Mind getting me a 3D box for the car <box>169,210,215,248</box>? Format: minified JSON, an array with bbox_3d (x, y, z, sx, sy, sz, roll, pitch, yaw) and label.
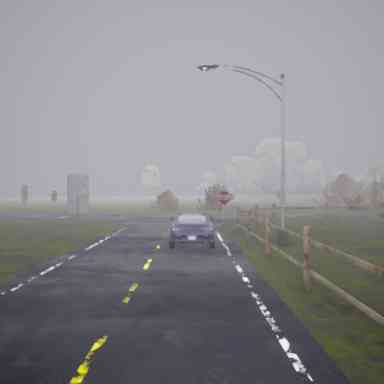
[{"bbox_3d":[0.000,1.532,14.650,1.812,1.442,4.674,0,0,0],"label":"car"}]
